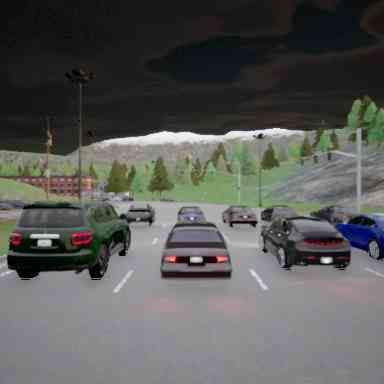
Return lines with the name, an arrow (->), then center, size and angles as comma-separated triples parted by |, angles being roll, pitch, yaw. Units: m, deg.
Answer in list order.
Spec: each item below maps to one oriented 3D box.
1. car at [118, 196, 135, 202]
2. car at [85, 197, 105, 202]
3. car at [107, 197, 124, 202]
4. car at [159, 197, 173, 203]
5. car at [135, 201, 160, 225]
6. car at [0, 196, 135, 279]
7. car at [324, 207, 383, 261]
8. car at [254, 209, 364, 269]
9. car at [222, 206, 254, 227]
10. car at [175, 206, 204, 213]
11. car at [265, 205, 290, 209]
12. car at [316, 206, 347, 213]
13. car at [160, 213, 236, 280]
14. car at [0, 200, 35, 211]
car -> -18.280, 2.001, 92.659 | 4.892, 1.490, 1.837 | 0, 0, 39
car -> -26.225, 2.025, 89.866 | 5.357, 1.411, 2.033 | 0, 0, 32
car -> -20.751, 2.012, 90.172 | 4.674, 1.442, 1.812 | 0, 0, 39
car -> -6.713, 2.014, 85.284 | 1.994, 1.385, 4.181 | 0, 0, -37
car -> -3.763, 1.628, 24.808 | 2.128, 1.511, 4.902 | 0, 0, -3
car -> -3.410, 1.279, 10.363 | 2.150, 2.045, 5.566 | 0, 0, 0
car -> 7.084, 1.547, 12.671 | 1.882, 1.535, 5.008 | 0, 0, 0
car -> 3.589, 1.568, 11.302 | 1.837, 1.490, 4.892 | 0, 0, 0
car -> 3.302, 1.678, 23.916 | 2.033, 1.411, 5.357 | 0, 0, -3
car -> -0.137, 1.671, 22.731 | 2.033, 1.411, 5.357 | 0, 0, -3
car -> 6.676, 1.705, 25.837 | 1.994, 1.385, 4.181 | 0, 0, -4
car -> 10.309, 1.678, 23.891 | 2.033, 1.411, 5.357 | 0, 0, -3
car -> 0.094, 1.603, 10.099 | 2.033, 1.411, 5.357 | 0, 0, 0
car -> -24.831, 1.795, 45.801 | 5.357, 1.411, 2.033 | 0, 0, -1
